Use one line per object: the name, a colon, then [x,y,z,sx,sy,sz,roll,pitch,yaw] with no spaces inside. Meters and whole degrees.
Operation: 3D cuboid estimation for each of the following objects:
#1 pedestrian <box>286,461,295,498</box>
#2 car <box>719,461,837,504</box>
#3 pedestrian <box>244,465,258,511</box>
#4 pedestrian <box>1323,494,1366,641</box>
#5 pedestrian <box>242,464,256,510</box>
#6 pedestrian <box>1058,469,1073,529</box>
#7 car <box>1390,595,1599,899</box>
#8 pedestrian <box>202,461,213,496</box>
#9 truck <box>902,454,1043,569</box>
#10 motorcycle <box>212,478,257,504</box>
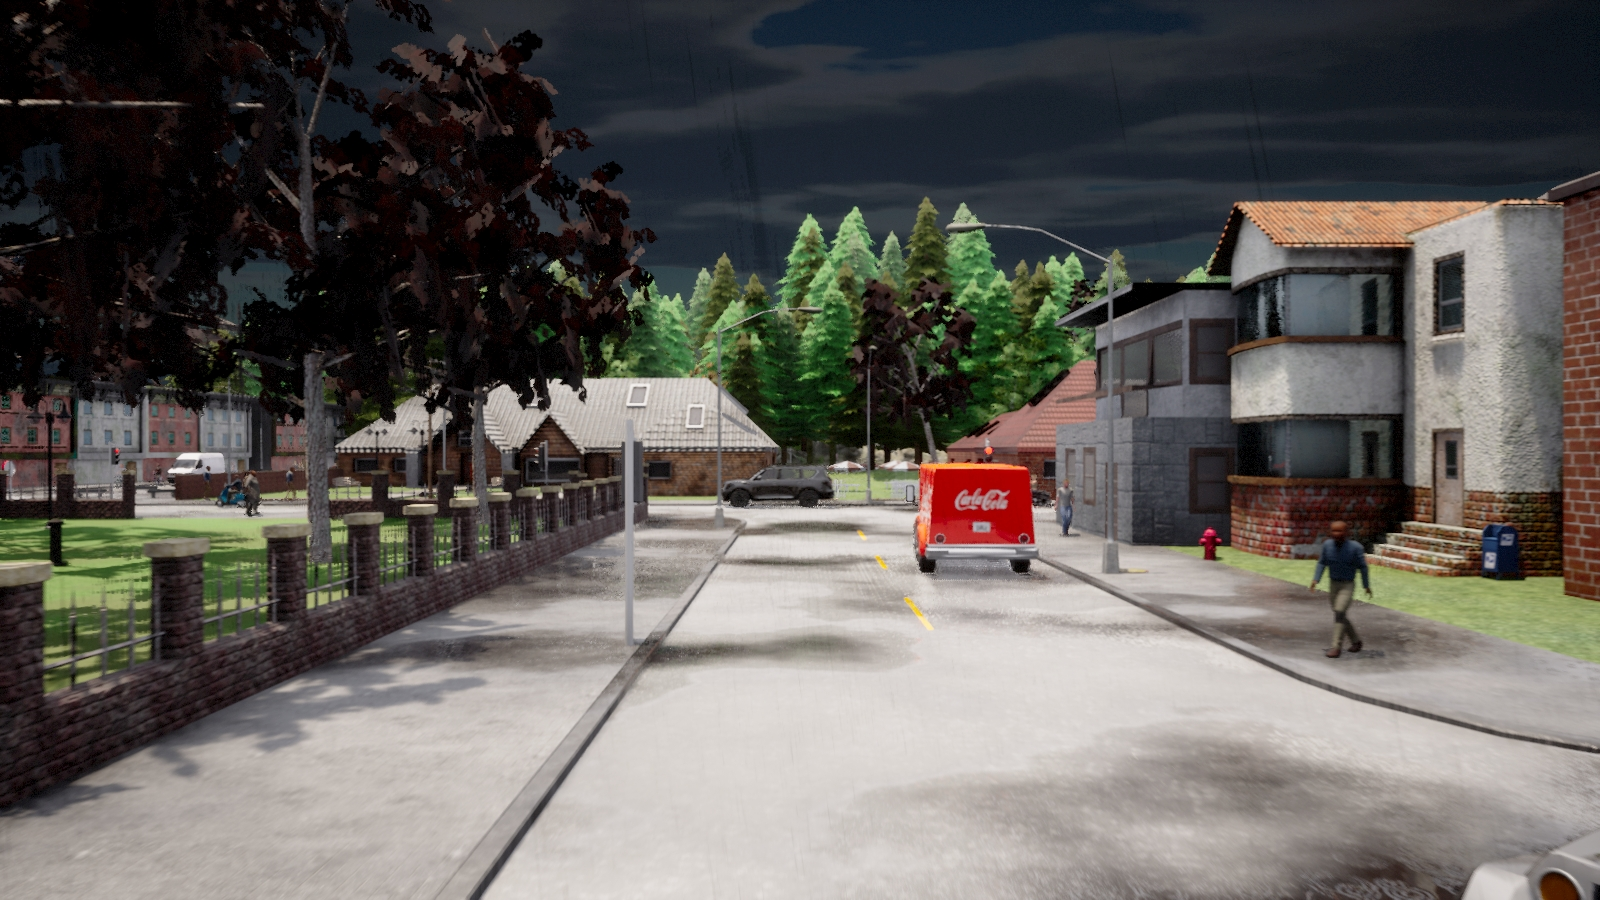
pedestrian: [-26.313,1.526,59.009,0.375,1.860,0.375,0,0,-12]
car: [-1.055,1.560,55.398,5.566,2.045,2.150,0,0,0]
pedestrian: [-22.132,1.527,46.048,0.375,1.860,0.375,0,0,0]
pedestrian: [7.090,1.516,14.879,0.375,1.860,0.375,0,0,-38]
pedestrian: [-22.788,1.525,47.275,0.375,1.860,0.375,0,0,10]
pedestrian: [8.236,1.519,35.415,0.375,1.860,0.375,0,0,-3]
car: [4.756,1.639,4.823,3.866,1.878,1.905,0,0,-20]
pedestrian: [-31.500,1.520,60.716,0.375,1.860,0.375,0,0,-1]
truck: [3.980,1.349,27.377,2.627,2.467,5.204,0,0,0]
motorcycle: [-27.419,1.964,55.414,1.805,1.236,0.856,0,0,0]
